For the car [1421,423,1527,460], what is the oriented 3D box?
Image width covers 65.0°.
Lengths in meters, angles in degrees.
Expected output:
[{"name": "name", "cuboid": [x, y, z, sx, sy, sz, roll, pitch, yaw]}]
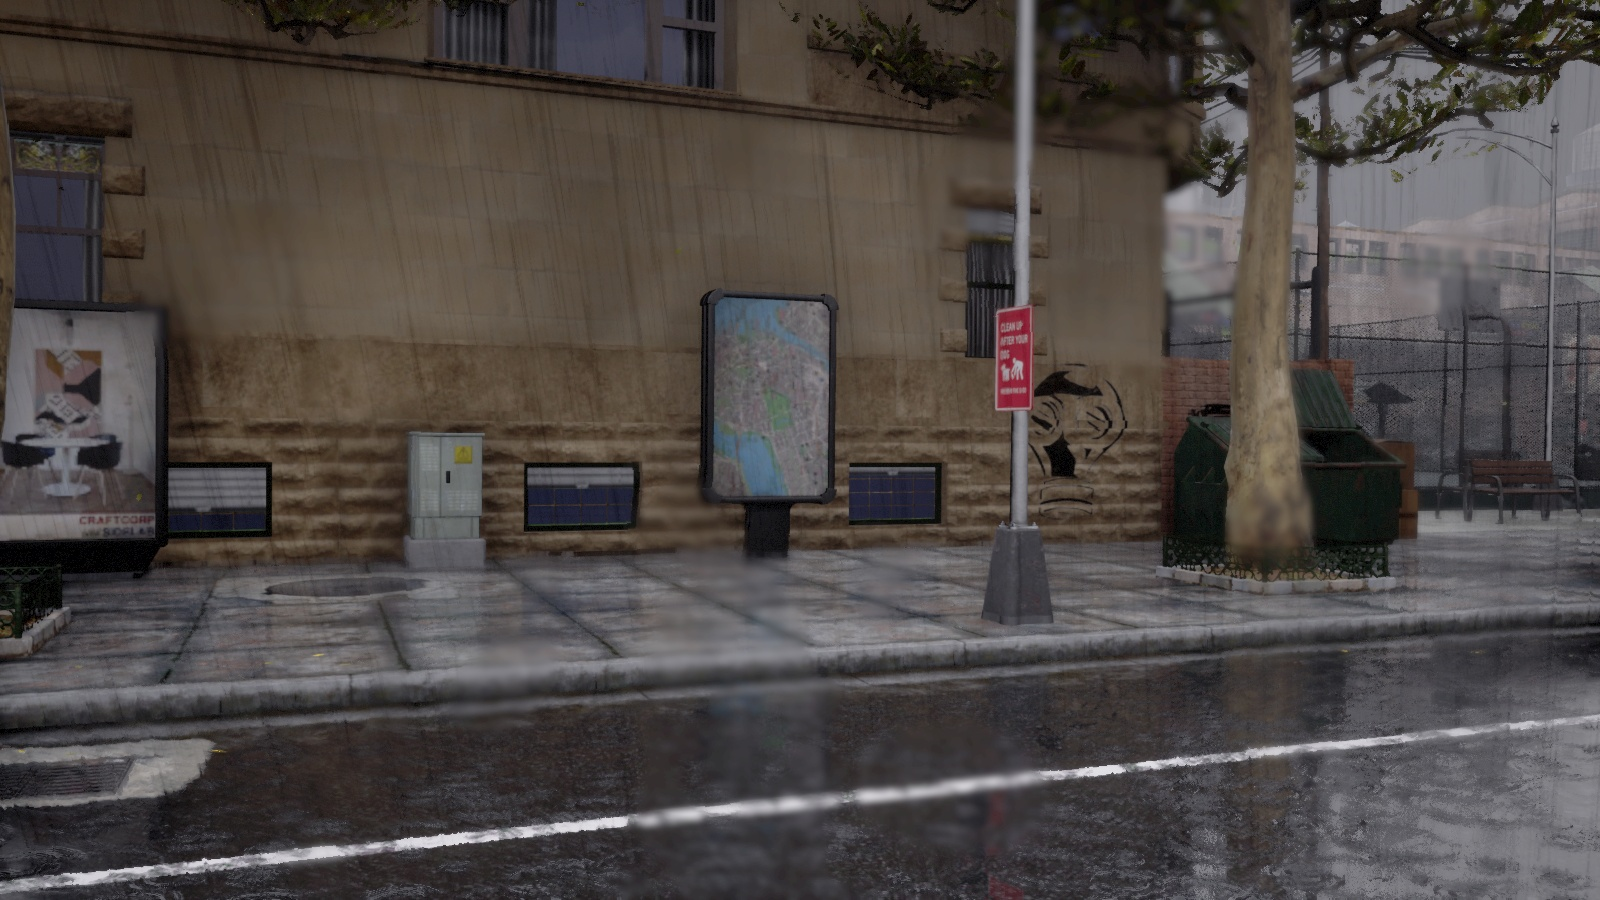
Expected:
[{"name": "car", "cuboid": [28.486, -0.361, 53.154, 1.845, 1.501, 3.633, -1, 1, -21]}]

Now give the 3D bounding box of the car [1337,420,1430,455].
[{"name": "car", "cuboid": [28.806, -0.626, 62.119, 1.851, 1.617, 3.988, -1, 1, -21]}]
